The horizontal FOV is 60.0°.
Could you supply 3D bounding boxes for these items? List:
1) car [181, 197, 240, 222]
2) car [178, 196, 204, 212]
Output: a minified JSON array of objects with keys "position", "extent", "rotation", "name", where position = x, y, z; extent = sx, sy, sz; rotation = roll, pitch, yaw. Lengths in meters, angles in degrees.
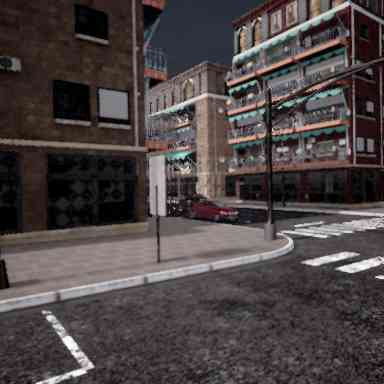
[{"position":[1.377,1.216,22.308],"extent":[1.802,1.307,4.206],"rotation":[-1,1,-35],"name":"car"},{"position":[0.520,1.049,28.158],"extent":[1.812,1.442,4.674],"rotation":[-2,2,-35],"name":"car"}]
